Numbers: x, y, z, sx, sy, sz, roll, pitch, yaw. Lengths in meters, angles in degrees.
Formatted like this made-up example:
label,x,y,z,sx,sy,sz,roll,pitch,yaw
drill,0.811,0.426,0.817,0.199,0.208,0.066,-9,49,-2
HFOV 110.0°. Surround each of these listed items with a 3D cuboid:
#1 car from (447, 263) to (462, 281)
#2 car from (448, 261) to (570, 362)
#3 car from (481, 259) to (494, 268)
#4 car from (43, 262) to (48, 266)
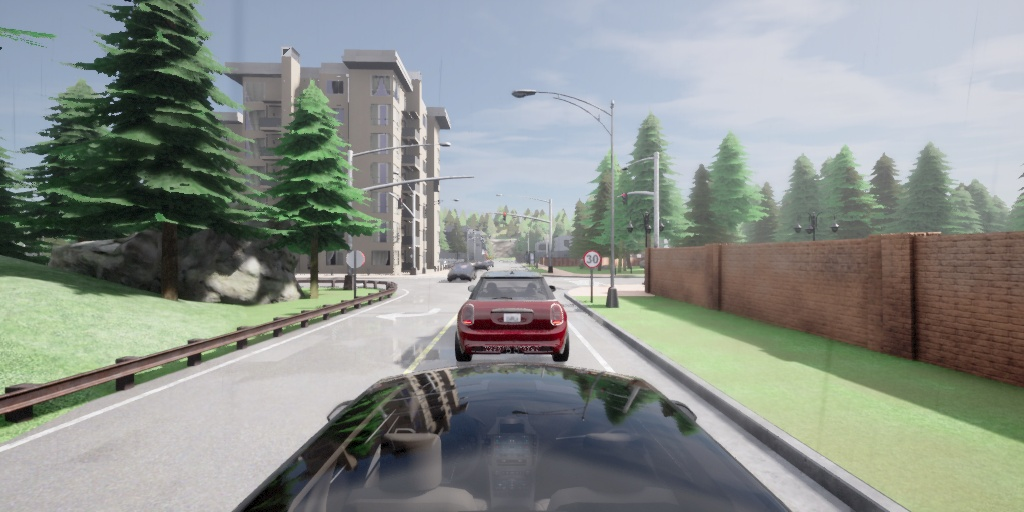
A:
label,x,y,z,sx,sy,sz,roll,pitch,yaw
car,-3.842,1.294,28.292,2.033,1.411,5.357,0,0,-1
car,0.002,1.102,8.402,2.097,1.767,4.553,0,0,0
car,-4.114,1.314,61.578,1.994,1.385,4.181,0,0,0
car,-30.940,0.987,24.700,5.566,2.045,2.150,0,0,-1
